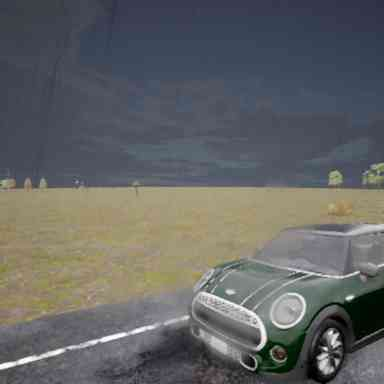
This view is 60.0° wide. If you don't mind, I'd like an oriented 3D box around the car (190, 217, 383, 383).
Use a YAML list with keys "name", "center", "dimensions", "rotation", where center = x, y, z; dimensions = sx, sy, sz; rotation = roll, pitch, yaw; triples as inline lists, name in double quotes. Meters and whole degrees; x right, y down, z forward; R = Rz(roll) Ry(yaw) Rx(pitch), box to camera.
- name: "car"
  center: [2.174, 1.355, 5.540]
  dimensions: [4.553, 1.767, 2.097]
  rotation: [0, 0, -35]
